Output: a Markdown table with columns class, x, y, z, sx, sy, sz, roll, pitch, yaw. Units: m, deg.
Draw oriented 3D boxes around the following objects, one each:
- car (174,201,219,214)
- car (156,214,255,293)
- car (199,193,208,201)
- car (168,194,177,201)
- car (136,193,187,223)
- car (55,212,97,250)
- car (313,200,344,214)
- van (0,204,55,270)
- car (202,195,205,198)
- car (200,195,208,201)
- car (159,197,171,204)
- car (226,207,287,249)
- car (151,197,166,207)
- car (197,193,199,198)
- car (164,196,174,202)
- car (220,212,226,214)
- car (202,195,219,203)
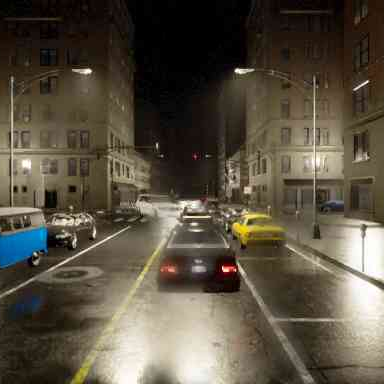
| class | x | y | z | sx | sy | sz | roll | pitch | yaw |
| --- | --- | --- | --- | --- | --- | --- | --- | --- | --- |
| car | 0.192 | 1.491 | 19.416 | 2.128 | 1.511 | 4.902 | 0 | 0 | -2 |
| car | 0.136 | 1.547 | 8.970 | 2.033 | 1.411 | 5.357 | 0 | 0 | 0 |
| car | 2.931 | 1.434 | 69.120 | 1.967 | 1.590 | 4.097 | 0 | 0 | 0 |
| car | -5.021 | 1.428 | 86.194 | 1.967 | 1.590 | 4.097 | 0 | 0 | 0 |
| car | -2.617 | 1.217 | 26.277 | 2.150 | 2.045 | 5.566 | 2 | -1 | -30 |
| car | -5.332 | 1.550 | 14.145 | 2.008 | 1.369 | 4.403 | 0 | 0 | 0 |
| car | 14.660 | 1.473 | 34.106 | 4.181 | 1.385 | 1.994 | 0 | 0 | 0 |
| van | -5.357 | 1.341 | 8.738 | 1.690 | 1.788 | 3.998 | 0 | 0 | 0 |
| car | 2.858 | 1.579 | 52.074 | 1.802 | 1.307 | 4.206 | 0 | 0 | 0 |
| car | 3.004 | 1.554 | 86.165 | 1.947 | 1.339 | 4.313 | 0 | 0 | 0 |
| car | -5.118 | 1.561 | 63.470 | 1.947 | 1.339 | 4.313 | 0 | 0 | 0 |
| car | 2.703 | 1.525 | 14.281 | 1.752 | 1.417 | 4.829 | 0 | 0 | 0 |
| car | -5.168 | 1.523 | 51.938 | 1.752 | 1.417 | 4.829 | 0 | 0 | 0 |
| car | 2.980 | 1.305 | 80.483 | 2.192 | 1.841 | 5.009 | 0 | 0 | 0 |
| car | -5.069 | 1.542 | 74.832 | 2.008 | 1.369 | 4.403 | 0 | 0 | 0 |
| car | 2.720 | 1.550 | 19.517 | 2.008 | 1.369 | 4.403 | 0 | 0 | 0 |
| car | 2.834 | 1.549 | 46.393 | 2.008 | 1.369 | 4.403 | 0 | 0 | 0 |
